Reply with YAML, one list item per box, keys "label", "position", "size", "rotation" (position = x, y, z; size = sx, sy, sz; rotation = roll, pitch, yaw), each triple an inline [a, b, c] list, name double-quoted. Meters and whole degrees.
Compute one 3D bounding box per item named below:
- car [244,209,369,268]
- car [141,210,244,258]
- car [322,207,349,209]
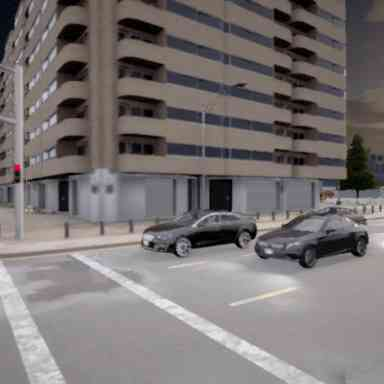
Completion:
- label: "car"
  position: [4.190, 1.499, 11.266]
  size: [4.674, 1.442, 1.812]
  rotation: [0, 0, -35]
- label: "car"
  position: [0.413, 1.478, 12.876]
  size: [4.902, 1.511, 2.128]
  rotation: [0, 0, -35]
- label: "car"
  position: [7.669, 1.514, 18.049]
  size: [4.181, 1.385, 1.994]
  rotation: [0, 0, -36]
